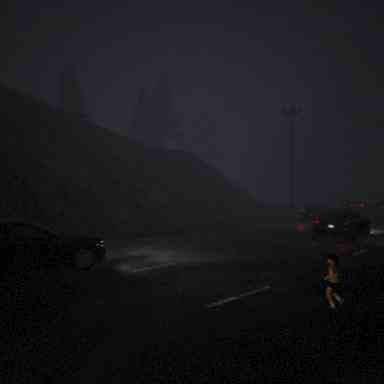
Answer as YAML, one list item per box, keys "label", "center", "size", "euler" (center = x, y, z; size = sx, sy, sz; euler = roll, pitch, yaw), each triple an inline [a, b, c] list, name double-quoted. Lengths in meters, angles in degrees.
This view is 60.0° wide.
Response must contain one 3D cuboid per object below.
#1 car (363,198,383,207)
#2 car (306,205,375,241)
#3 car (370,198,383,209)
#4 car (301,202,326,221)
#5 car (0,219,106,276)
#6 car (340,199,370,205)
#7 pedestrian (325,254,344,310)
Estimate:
- label: "car"
  center: [28.218, 1.601, 50.996]
  size: [1.895, 1.301, 4.718]
  euler: [0, 0, 6]
- label: "car"
  center: [7.680, 1.563, 16.940]
  size: [1.994, 1.385, 4.181]
  euler: [0, 0, 38]
- label: "car"
  center: [23.315, 1.600, 42.274]
  size: [1.895, 1.301, 4.718]
  euler: [0, 0, 12]
- label: "car"
  center: [10.076, 1.526, 26.895]
  size: [1.812, 1.442, 4.674]
  euler: [0, 0, 29]
- label: "car"
  center: [-4.859, 1.477, 9.061]
  size: [5.008, 1.535, 1.882]
  euler: [0, 0, -39]
- label: "car"
  center: [19.364, 1.547, 40.341]
  size: [2.033, 1.411, 5.357]
  euler: [0, 0, 13]
- label: "pedestrian"
  center: [2.766, 1.674, 6.376]
  size: [0.500, 1.100, 0.500]
  euler: [0, 0, -42]
